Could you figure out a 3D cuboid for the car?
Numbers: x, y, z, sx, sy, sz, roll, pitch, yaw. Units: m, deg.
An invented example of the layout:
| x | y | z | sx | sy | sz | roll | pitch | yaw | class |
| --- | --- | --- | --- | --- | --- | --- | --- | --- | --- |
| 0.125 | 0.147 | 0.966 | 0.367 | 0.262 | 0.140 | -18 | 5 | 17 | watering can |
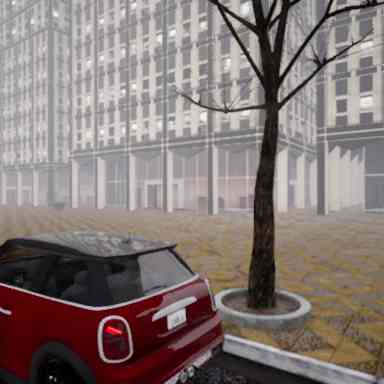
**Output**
| x | y | z | sx | sy | sz | roll | pitch | yaw | class |
| --- | --- | --- | --- | --- | --- | --- | --- | --- | --- |
| -1.892 | 1.352 | 4.734 | 4.553 | 1.767 | 2.097 | 0 | 0 | 35 | car |
